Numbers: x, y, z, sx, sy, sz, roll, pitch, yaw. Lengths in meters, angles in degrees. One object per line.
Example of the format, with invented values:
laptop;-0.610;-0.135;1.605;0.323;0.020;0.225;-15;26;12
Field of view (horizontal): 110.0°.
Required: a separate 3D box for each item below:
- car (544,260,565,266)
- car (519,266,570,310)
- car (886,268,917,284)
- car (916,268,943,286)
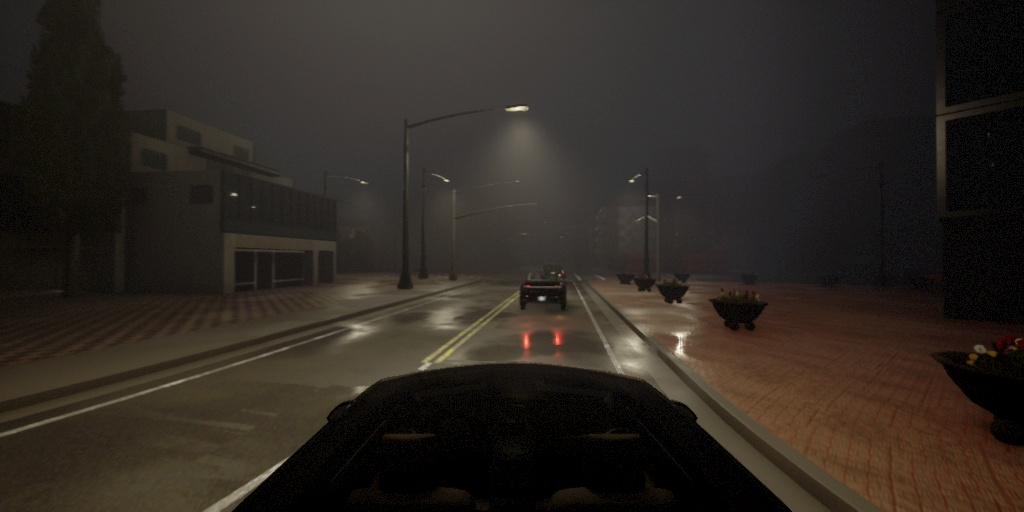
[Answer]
car;3.474;1.382;30.241;2.097;1.767;4.553;0;-1;8
car;1.437;1.378;15.594;2.128;1.511;4.902;0;0;8
car;42.725;2.083;37.820;4.553;1.767;2.097;1;0;8
car;42.674;2.184;34.293;5.008;1.535;1.882;1;0;8
